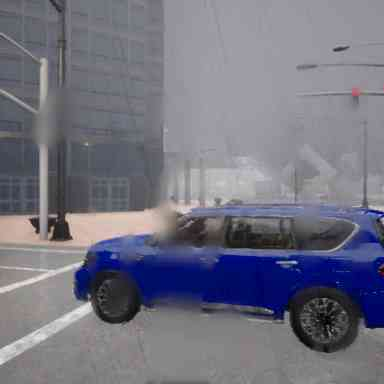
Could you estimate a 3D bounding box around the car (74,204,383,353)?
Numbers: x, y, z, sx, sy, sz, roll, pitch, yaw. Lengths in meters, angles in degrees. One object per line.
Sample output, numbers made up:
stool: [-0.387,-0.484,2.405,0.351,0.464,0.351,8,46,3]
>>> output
car: [0.666,1.247,6.042,5.566,2.045,2.150,0,0,17]
